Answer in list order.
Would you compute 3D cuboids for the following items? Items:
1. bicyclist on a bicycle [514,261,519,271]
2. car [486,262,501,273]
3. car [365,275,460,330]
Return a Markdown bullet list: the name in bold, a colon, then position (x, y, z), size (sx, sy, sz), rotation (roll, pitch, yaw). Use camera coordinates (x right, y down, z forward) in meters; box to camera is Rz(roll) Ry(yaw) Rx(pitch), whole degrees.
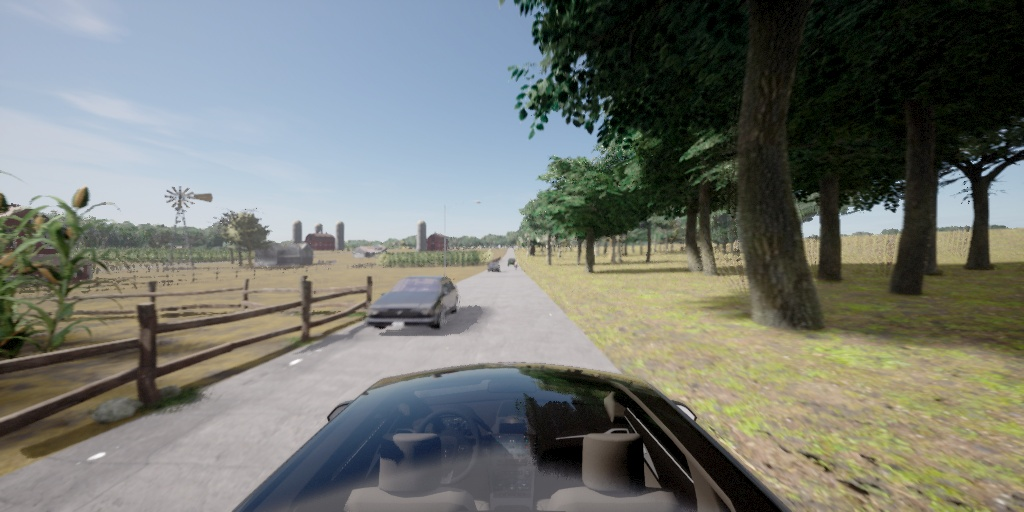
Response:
- **bicyclist on a bicycle**: position (0.737, 1.737, 61.038), size (0.866, 1.612, 1.509), rotation (0, -1, 1)
- **car**: position (-2.811, 1.760, 55.136), size (1.837, 1.490, 4.892), rotation (0, 0, 0)
- **car**: position (-2.847, 1.340, 11.613), size (2.033, 1.411, 5.357), rotation (0, 0, 0)
